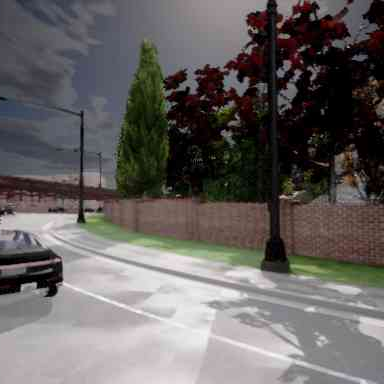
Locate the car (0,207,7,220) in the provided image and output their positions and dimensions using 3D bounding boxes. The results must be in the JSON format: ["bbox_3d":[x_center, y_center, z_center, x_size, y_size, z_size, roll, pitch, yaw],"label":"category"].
[{"bbox_3d":[-17.013,2.152,27.239,1.994,1.385,4.181,1,-2,-18],"label":"car"}]

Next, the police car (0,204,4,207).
[{"bbox_3d":[-25.405,2.344,40.872,1.930,1.638,5.238,0,-2,-12],"label":"police car"}]

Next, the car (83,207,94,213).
[{"bbox_3d":[-24.997,4.273,79.276,1.837,1.490,4.892,-1,-4,9],"label":"car"}]

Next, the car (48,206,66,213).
[{"bbox_3d":[-26.523,3.365,65.309,1.994,1.385,4.181,0,-4,5],"label":"car"}]

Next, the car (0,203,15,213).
[{"bbox_3d":[-33.351,2.845,58.492,2.097,1.767,4.553,0,-3,-3],"label":"car"}]

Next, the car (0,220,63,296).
[{"bbox_3d":[-4.933,1.696,8.344,2.128,1.511,4.902,2,-2,-44],"label":"car"}]

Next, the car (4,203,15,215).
[{"bbox_3d":[-26.375,2.591,46.441,1.837,1.490,4.892,0,-2,-8],"label":"car"}]
